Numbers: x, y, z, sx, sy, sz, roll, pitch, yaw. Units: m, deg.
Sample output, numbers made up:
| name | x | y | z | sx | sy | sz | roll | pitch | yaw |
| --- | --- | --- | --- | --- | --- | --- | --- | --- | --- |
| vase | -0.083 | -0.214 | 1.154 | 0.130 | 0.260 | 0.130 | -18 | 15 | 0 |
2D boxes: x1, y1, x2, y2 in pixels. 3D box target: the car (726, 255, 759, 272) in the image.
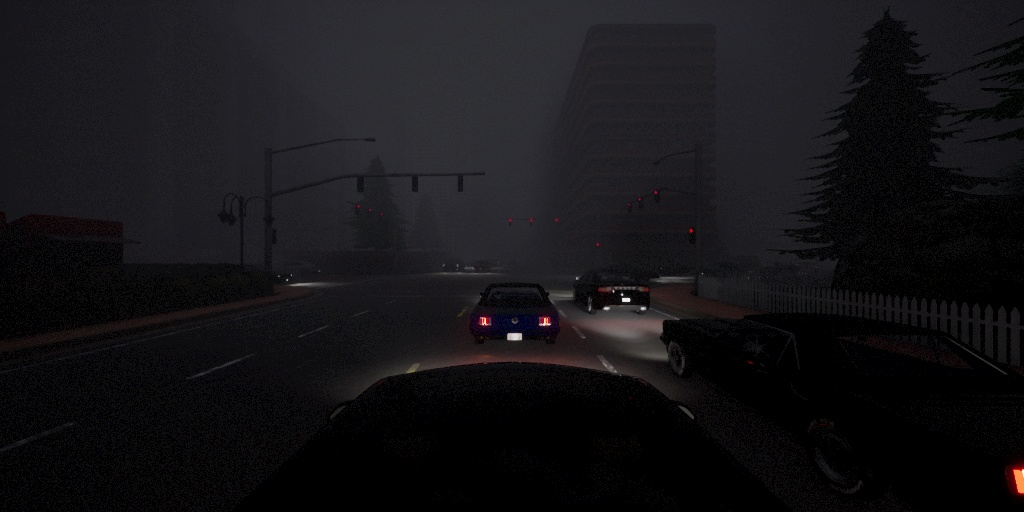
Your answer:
| name | x | y | z | sx | sy | sz | roll | pitch | yaw |
| --- | --- | --- | --- | --- | --- | --- | --- | --- | --- |
| car | 25.640 | 0.916 | 40.091 | 5.566 | 2.045 | 2.150 | 0 | 0 | -31 |

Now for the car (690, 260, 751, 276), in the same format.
| name | x | y | z | sx | sy | sz | roll | pitch | yaw |
| --- | --- | --- | --- | --- | --- | --- | --- | --- | --- |
| car | 19.562 | 1.295 | 33.639 | 4.718 | 1.301 | 1.895 | 0 | 0 | -18 |

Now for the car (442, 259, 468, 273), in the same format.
| name | x | y | z | sx | sy | sz | roll | pitch | yaw |
| --- | --- | --- | --- | --- | --- | --- | --- | --- | --- |
| car | -7.172 | 1.102 | 44.204 | 2.097 | 1.767 | 4.553 | 0 | 0 | 2 |

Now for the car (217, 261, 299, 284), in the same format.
| name | x | y | z | sx | sy | sz | roll | pitch | yaw |
| --- | --- | --- | --- | --- | --- | --- | --- | --- | --- |
| car | -17.917 | 1.242 | 24.337 | 5.357 | 1.411 | 2.033 | 0 | 0 | 0 |

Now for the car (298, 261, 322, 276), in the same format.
| name | x | y | z | sx | sy | sz | roll | pitch | yaw |
| --- | --- | --- | --- | --- | --- | --- | --- | --- | --- |
| car | -21.069 | 1.220 | 34.906 | 4.674 | 1.442 | 1.812 | 0 | 0 | 0 |

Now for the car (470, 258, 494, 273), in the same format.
| name | x | y | z | sx | sy | sz | roll | pitch | yaw |
| --- | --- | --- | --- | --- | --- | --- | --- | --- | --- |
| car | -3.611 | 1.255 | 43.800 | 1.837 | 1.490 | 4.892 | 0 | 0 | 0 |

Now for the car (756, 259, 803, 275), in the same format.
| name | x | y | z | sx | sy | sz | roll | pitch | yaw |
| --- | --- | --- | --- | --- | --- | --- | --- | --- | --- |
| car | 27.911 | 1.295 | 37.402 | 4.718 | 1.301 | 1.895 | 0 | 0 | -31 |

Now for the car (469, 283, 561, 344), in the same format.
| name | x | y | z | sx | sy | sz | roll | pitch | yaw |
| --- | --- | --- | --- | --- | --- | --- | --- | --- | --- |
| car | 0.072 | 1.351 | 9.500 | 1.895 | 1.301 | 4.718 | 0 | 0 | 0 |

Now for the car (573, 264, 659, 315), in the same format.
| name | x | y | z | sx | sy | sz | roll | pitch | yaw |
| --- | --- | --- | --- | --- | --- | --- | --- | --- | --- |
| car | 3.584 | 1.228 | 13.706 | 1.882 | 1.535 | 5.008 | 0 | 0 | 0 |

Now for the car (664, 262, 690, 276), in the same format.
| name | x | y | z | sx | sy | sz | roll | pitch | yaw |
| --- | --- | --- | --- | --- | --- | --- | --- | --- | --- |
| car | 16.580 | 1.295 | 36.488 | 4.718 | 1.301 | 1.895 | 0 | 0 | -14 |

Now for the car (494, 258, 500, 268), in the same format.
| name | x | y | z | sx | sy | sz | roll | pitch | yaw |
| --- | --- | --- | --- | --- | --- | --- | --- | --- | --- |
| car | -3.586 | 1.227 | 62.453 | 1.882 | 1.535 | 5.008 | 0 | 0 | 0 |

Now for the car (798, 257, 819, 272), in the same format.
| name | x | y | z | sx | sy | sz | roll | pitch | yaw |
| --- | --- | --- | --- | --- | --- | --- | --- | --- | --- |
| car | 36.994 | 0.917 | 44.935 | 2.150 | 2.045 | 5.566 | 0 | 0 | 41 |

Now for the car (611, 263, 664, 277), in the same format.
| name | x | y | z | sx | sy | sz | roll | pitch | yaw |
| --- | --- | --- | --- | --- | --- | --- | --- | --- | --- |
| car | 8.586 | 1.253 | 28.082 | 5.357 | 1.411 | 2.033 | -1 | 0 | 5 |

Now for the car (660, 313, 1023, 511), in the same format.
| name | x | y | z | sx | sy | sz | roll | pitch | yaw |
| --- | --- | --- | --- | --- | --- | --- | --- | --- | --- |
| car | 3.600 | 1.351 | 4.386 | 1.895 | 1.301 | 4.718 | 0 | 0 | 0 |

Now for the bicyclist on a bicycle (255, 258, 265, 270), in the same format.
| name | x | y | z | sx | sy | sz | roll | pitch | yaw |
| --- | --- | --- | --- | --- | --- | --- | --- | --- | --- |
| bicyclist on a bicycle | -27.897 | 0.996 | 39.744 | 0.582 | 1.620 | 1.656 | 0 | 0 | 0 |
